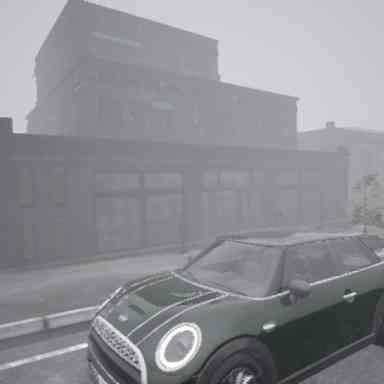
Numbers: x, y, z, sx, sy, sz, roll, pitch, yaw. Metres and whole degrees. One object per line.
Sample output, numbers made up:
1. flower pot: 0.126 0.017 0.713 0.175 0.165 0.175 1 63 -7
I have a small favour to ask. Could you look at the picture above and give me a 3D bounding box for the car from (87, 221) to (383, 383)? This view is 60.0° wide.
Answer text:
1. car: 0.955 1.354 4.651 4.553 1.767 2.097 0 0 -35
